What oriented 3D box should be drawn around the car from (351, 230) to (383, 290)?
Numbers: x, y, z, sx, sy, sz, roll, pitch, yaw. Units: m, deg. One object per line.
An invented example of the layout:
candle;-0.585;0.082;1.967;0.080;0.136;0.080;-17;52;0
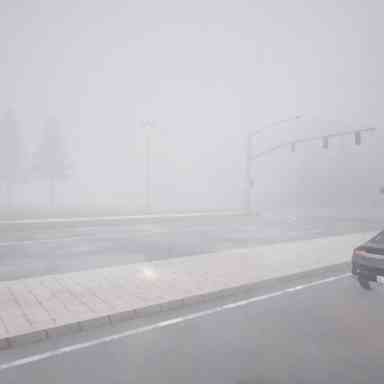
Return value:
car;5.689;1.492;7.830;4.902;1.511;2.128;0;0;-36
